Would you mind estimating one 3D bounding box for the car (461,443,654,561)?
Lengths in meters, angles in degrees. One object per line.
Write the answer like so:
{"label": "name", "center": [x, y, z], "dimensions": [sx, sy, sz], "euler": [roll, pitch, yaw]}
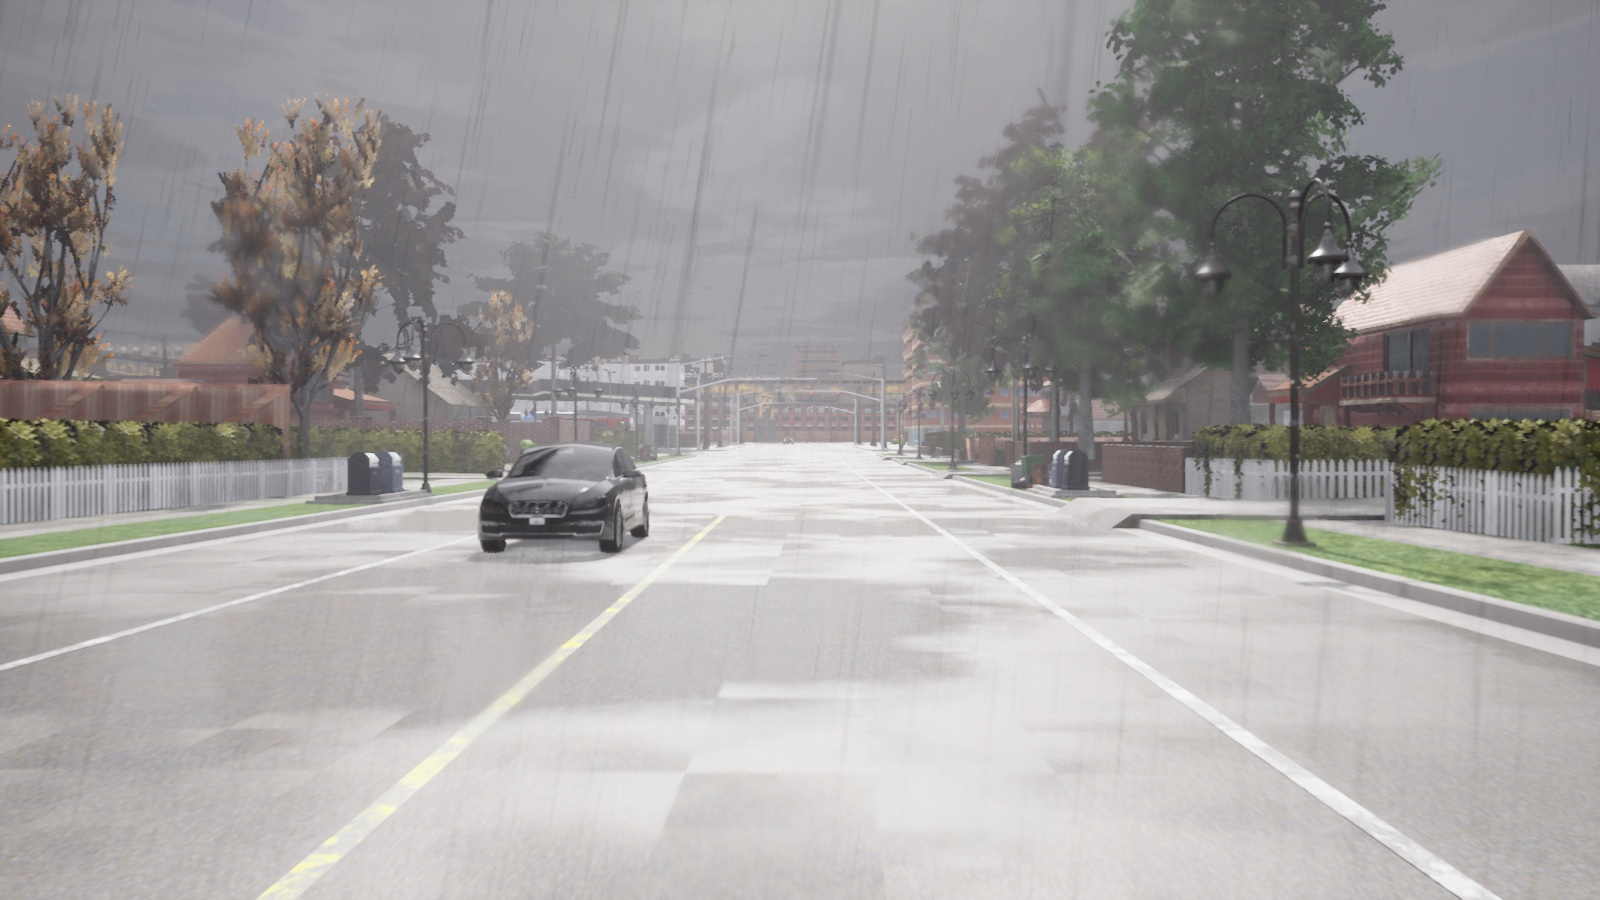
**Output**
{"label": "car", "center": [-3.357, 0.644, 18.350], "dimensions": [1.837, 1.490, 4.892], "euler": [0, 0, 0]}
